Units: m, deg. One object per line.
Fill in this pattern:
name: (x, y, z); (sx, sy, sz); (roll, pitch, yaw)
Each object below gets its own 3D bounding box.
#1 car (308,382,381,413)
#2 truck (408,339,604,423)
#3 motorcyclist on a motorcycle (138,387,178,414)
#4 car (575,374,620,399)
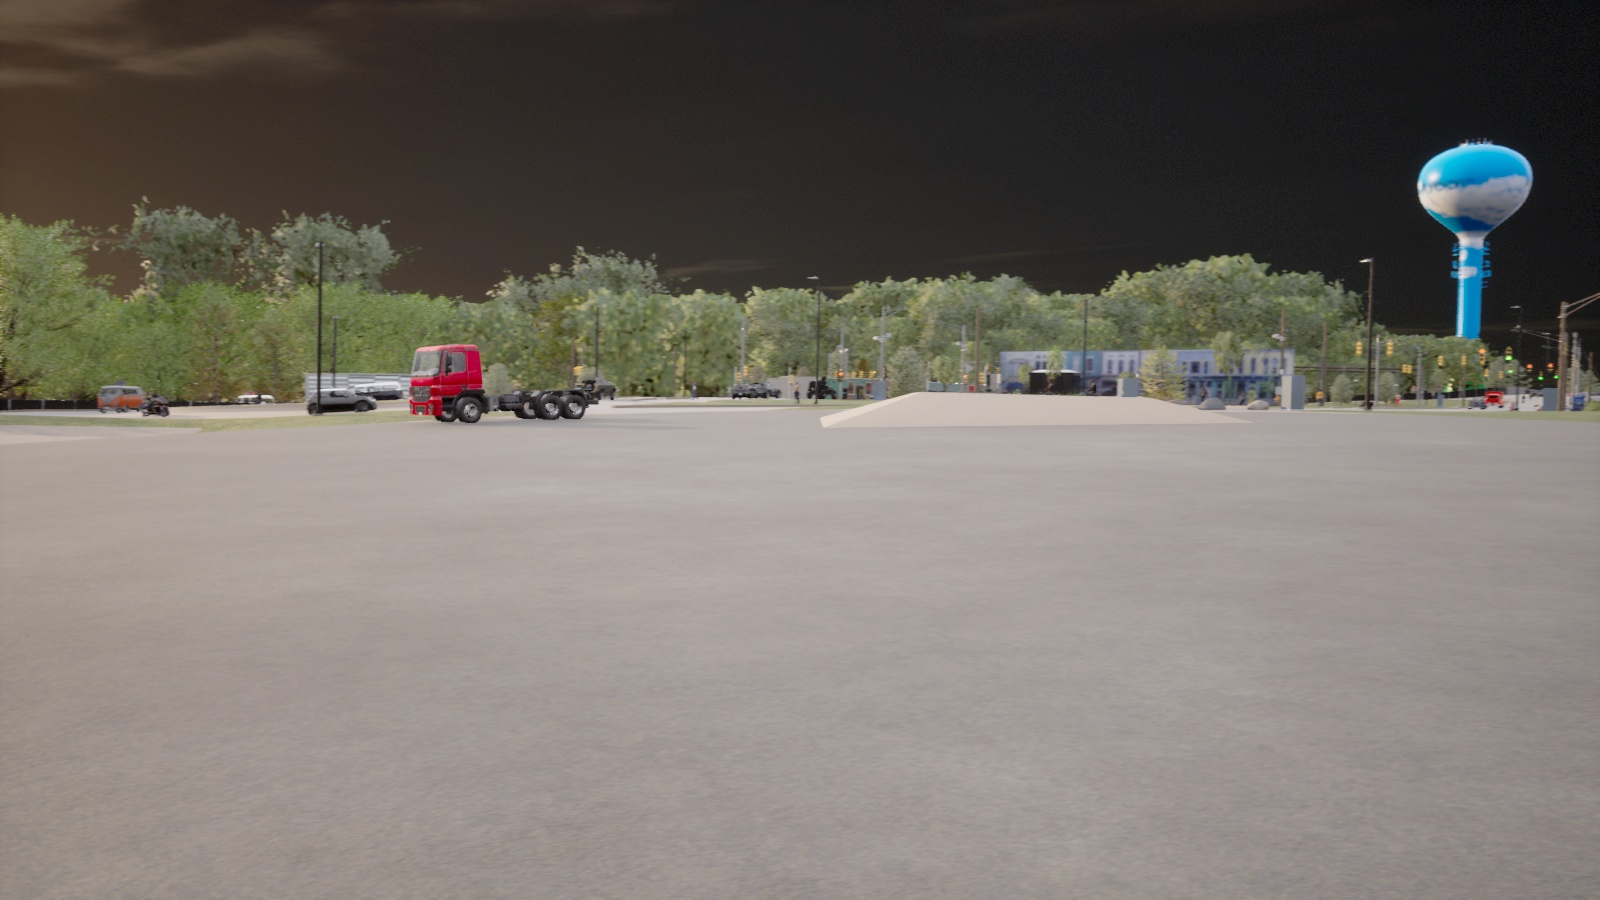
car: (-26.445, -3.082, 73.023); (3.806, 1.475, 1.970); (-3, 8, -15)
truck: (-12.970, -3.106, 55.839); (7.936, 3.462, 2.891); (-3, 4, -39)
motorcyclist on a motorcycle: (-37.472, -2.909, 73.300); (2.191, 1.530, 0.866); (2, 6, 25)
car: (-14.984, -4.708, 93.236); (1.932, 1.855, 4.605); (1, 3, 10)
